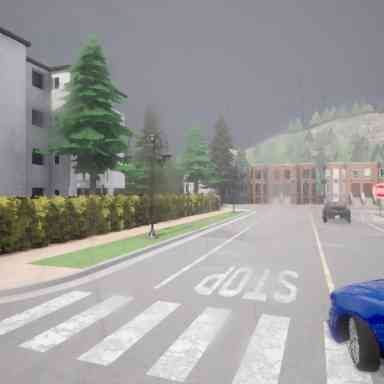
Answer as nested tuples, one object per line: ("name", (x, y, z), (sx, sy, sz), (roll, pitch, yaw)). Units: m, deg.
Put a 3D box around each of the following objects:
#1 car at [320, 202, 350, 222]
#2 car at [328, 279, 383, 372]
("car", (11.292, 1.538, 26.288), (1.837, 1.490, 4.892), (1, 0, 19))
("car", (3.484, 1.494, 3.001), (1.882, 1.535, 5.008), (-4, 1, -20))
